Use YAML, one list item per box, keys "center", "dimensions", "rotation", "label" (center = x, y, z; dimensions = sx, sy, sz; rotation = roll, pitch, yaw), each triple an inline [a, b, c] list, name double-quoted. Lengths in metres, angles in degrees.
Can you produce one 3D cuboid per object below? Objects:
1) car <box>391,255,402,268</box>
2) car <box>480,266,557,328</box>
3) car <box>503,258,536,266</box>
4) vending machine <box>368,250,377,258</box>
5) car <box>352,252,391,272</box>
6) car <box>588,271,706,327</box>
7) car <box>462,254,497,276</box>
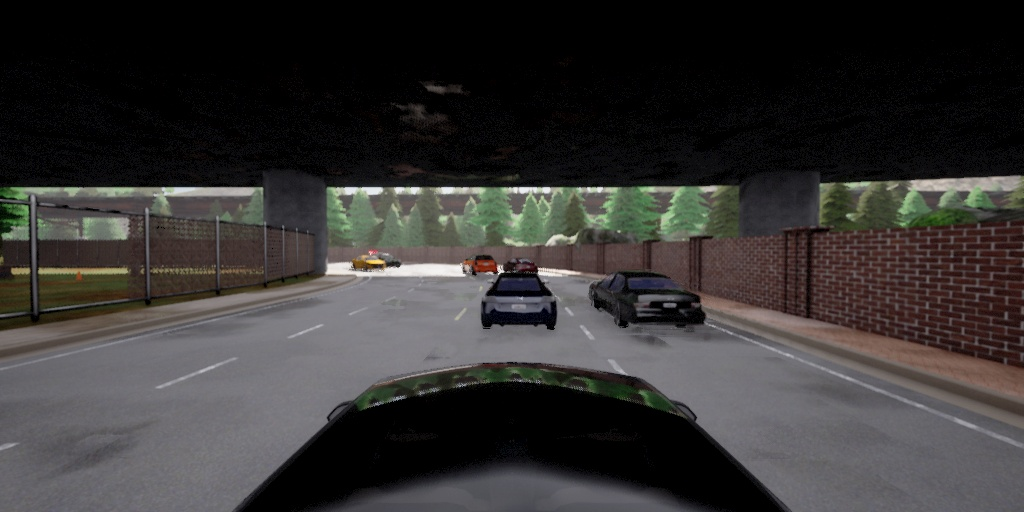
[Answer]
- center: [-14.512, 0.480, 40.691]
  dimensions: [4.553, 1.767, 2.097]
  rotation: [1, 1, 40]
  label: "car"
- center: [0.194, 1.170, 10.719]
  dimensions: [1.994, 1.385, 4.181]
  rotation: [0, 1, 1]
  label: "car"
- center: [0.612, 0.843, 31.053]
  dimensions: [1.994, 1.385, 4.181]
  rotation: [0, 1, -21]
  label: "car"
- center: [-22.473, 0.048, 57.909]
  dimensions: [0.880, 2.100, 1.100]
  rotation: [0, 0, 17]
  label: "vending machine"
- center: [-14.228, 0.687, 35.571]
  dimensions: [1.882, 1.535, 5.008]
  rotation: [0, 1, -43]
  label: "car"
- center: [3.703, 1.151, 10.837]
  dimensions: [2.033, 1.411, 5.357]
  rotation: [0, 1, 1]
  label: "car"
- center: [-2.818, 0.644, 30.311]
  dimensions: [2.097, 1.767, 4.553]
  rotation: [0, 1, -21]
  label: "car"
